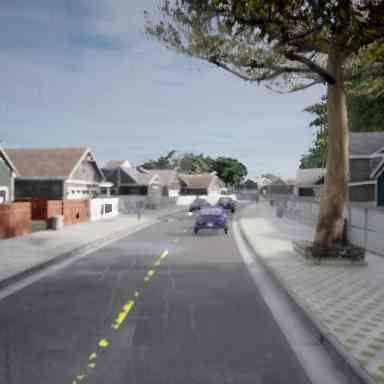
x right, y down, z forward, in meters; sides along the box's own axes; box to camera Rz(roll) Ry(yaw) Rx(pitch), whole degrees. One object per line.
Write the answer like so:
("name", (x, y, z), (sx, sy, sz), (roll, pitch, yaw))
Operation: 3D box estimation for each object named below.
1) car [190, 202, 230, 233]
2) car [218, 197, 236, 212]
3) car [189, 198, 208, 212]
("car", (1.174, 1.525, 19.549), (1.812, 1.442, 4.674), (0, 0, 5))
("car", (4.013, 1.366, 38.840), (2.097, 1.767, 4.553), (0, 0, 11))
("car", (0.909, 1.523, 38.254), (1.837, 1.490, 4.892), (0, 0, 11))
